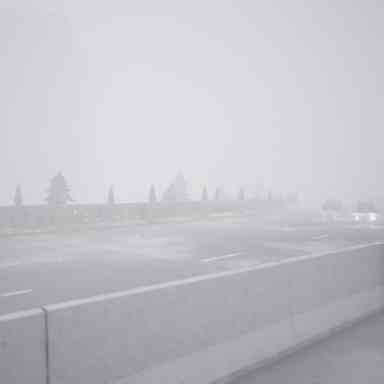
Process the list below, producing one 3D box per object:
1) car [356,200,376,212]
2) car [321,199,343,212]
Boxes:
[{"bbox_3d":[19.498,1.535,37.150,1.895,1.301,4.718,0,0,29],"label":"car"},{"bbox_3d":[16.324,1.499,38.594,2.033,1.411,5.357,0,0,30],"label":"car"}]
